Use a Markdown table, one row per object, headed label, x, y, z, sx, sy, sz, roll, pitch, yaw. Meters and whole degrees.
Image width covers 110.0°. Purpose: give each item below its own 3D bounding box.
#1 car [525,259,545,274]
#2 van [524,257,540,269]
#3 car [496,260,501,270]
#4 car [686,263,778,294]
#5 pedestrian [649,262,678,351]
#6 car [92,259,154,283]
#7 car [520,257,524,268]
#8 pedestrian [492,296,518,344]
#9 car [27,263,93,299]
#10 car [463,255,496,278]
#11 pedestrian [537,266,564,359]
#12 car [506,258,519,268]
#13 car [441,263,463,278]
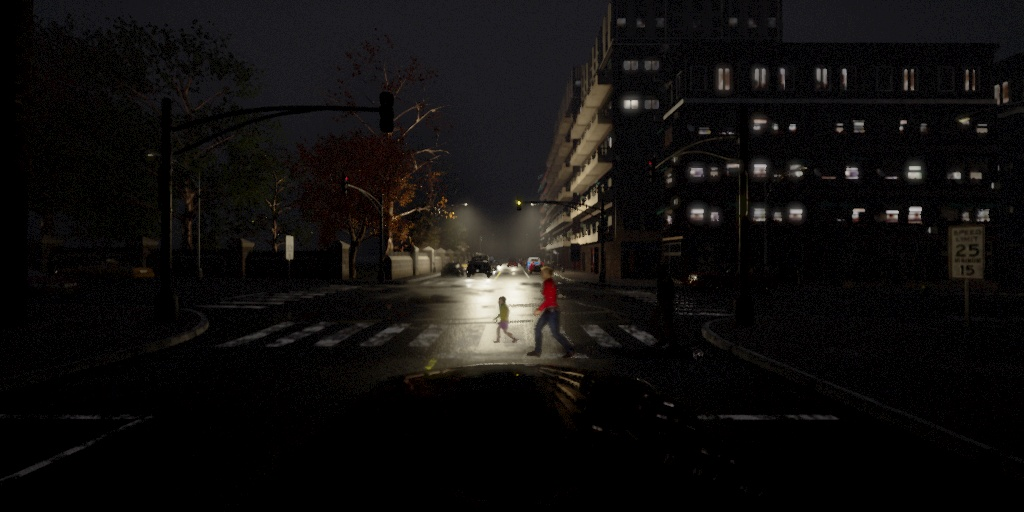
| label | x | y | z | sx | sy | sz | roll | pitch | yaw |
| --- | --- | --- | --- | --- | --- | --- | --- | --- | --- |
| car | 2.759 | 1.291 | 40.036 | 1.888 | 1.381 | 4.507 | 0 | 0 | 0 |
| van | 2.769 | 1.089 | 45.667 | 1.690 | 1.789 | 3.998 | 0 | 0 | 0 |
| car | -3.000 | 1.298 | 49.973 | 2.033 | 1.411 | 5.357 | 0 | 0 | 0 |
| car | 13.485 | 1.341 | 22.046 | 5.009 | 1.841 | 2.192 | 0 | 0 | 0 |
| pedestrian | 3.157 | 1.041 | 7.477 | 0.375 | 1.860 | 0.375 | 0 | 0 | 0 |
| car | -24.708 | 0.870 | 21.751 | 4.829 | 1.417 | 1.751 | 0 | 0 | 0 |
| car | 2.789 | 1.196 | 56.927 | 1.967 | 1.591 | 4.097 | 0 | 0 | 0 |
| pedestrian | -0.167 | 1.421 | 8.083 | 0.500 | 1.100 | 0.500 | 0 | 0 | 0 |
| car | -18.942 | 1.000 | 13.415 | 4.207 | 1.307 | 1.802 | 0 | 0 | 0 |
| car | -3.027 | 0.964 | 34.705 | 2.150 | 2.045 | 5.566 | 0 | 0 | 1 |
| pedestrian | 0.740 | 1.041 | 6.881 | 0.375 | 1.860 | 0.375 | 0 | 0 | 0 |
| car | 0.109 | 1.266 | 62.711 | 1.837 | 1.490 | 4.892 | 0 | 0 | 0 |
| car | -5.632 | 1.310 | 34.422 | 1.948 | 1.339 | 4.313 | 0 | 0 | 0 |
